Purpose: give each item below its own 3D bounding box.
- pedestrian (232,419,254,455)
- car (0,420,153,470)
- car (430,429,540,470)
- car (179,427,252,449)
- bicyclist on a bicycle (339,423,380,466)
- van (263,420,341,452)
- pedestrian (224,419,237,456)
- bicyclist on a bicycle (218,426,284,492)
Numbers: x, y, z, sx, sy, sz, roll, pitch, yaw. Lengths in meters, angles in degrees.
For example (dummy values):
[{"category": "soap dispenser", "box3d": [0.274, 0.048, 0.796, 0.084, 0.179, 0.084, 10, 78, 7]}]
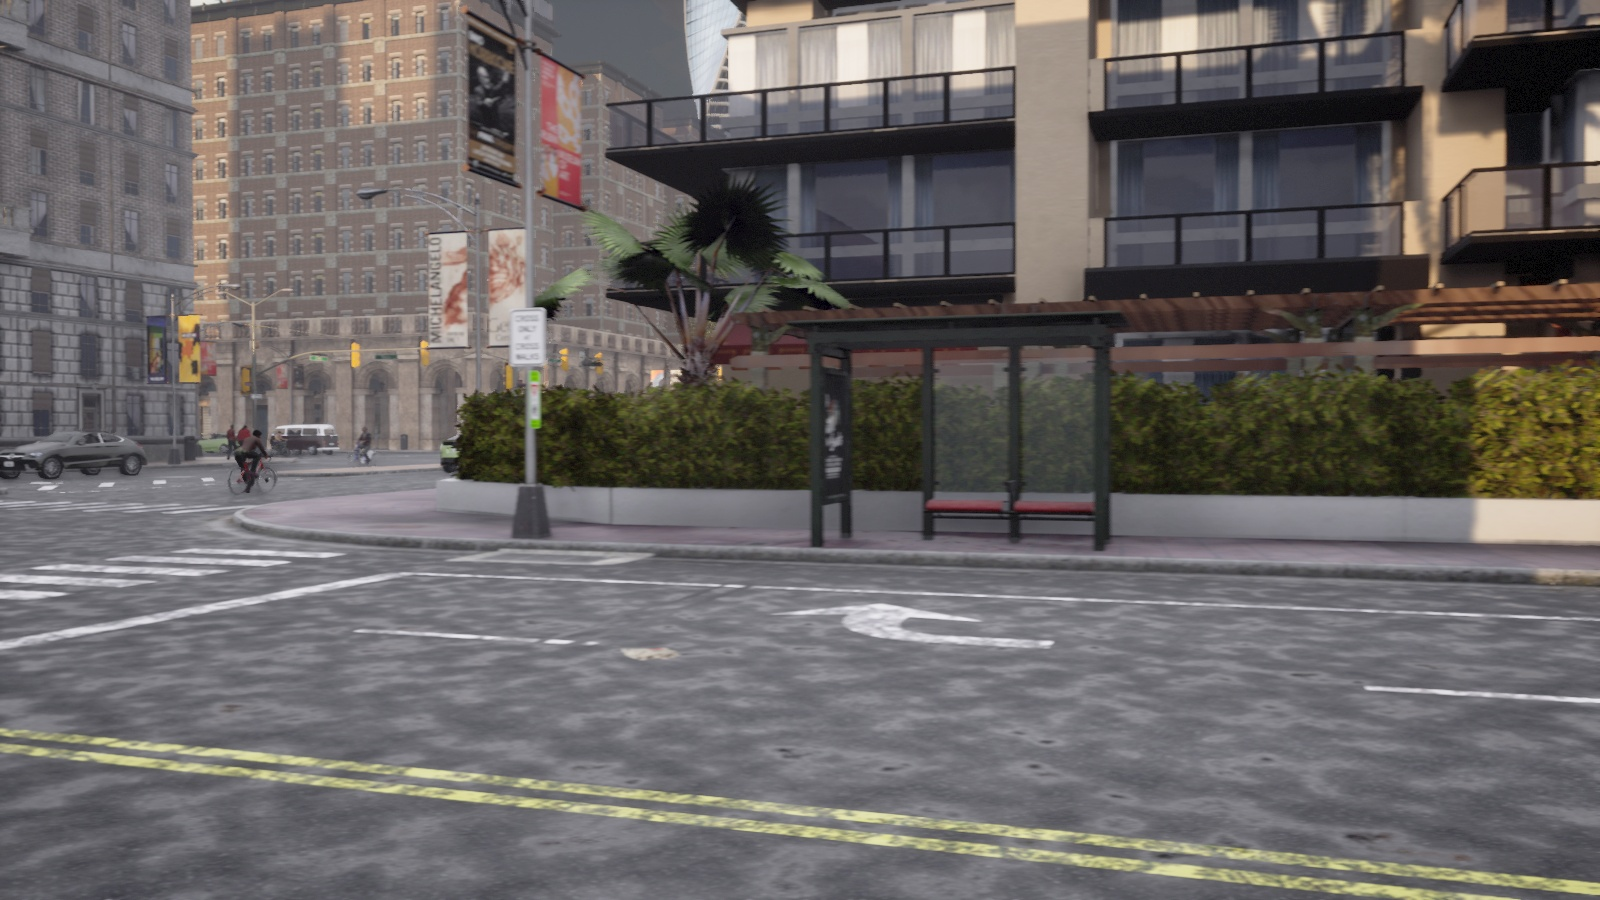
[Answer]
[{"category": "pedestrian", "box3d": [-28.884, -0.685, 65.107, 0.634, 1.844, 0.899, 0, 1, 8]}, {"category": "car", "box3d": [-25.555, -0.209, 44.041, 2.152, 1.651, 5.027, 1, 1, 18]}, {"category": "car", "box3d": [-12.058, -0.055, 48.315, 2.007, 1.525, 4.514, 1, 1, 18]}, {"category": "car", "box3d": [-41.484, -0.833, 89.115, 4.514, 1.525, 2.007, 1, 1, 18]}, {"category": "bicyclist on a bicycle", "box3d": [-18.776, -0.242, 53.506, 0.659, 1.776, 1.843, 1, 1, 18]}, {"category": "van", "box3d": [-32.753, -0.914, 82.621, 4.480, 2.038, 2.069, 1, 1, 18]}, {"category": "pedestrian", "box3d": [-28.346, -0.641, 62.514, 0.331, 1.846, 0.636, 0, 1, 8]}, {"category": "bicyclist on a bicycle", "box3d": [-13.826, 0.212, 31.659, 0.582, 1.620, 1.656, 1, 1, 18]}]
